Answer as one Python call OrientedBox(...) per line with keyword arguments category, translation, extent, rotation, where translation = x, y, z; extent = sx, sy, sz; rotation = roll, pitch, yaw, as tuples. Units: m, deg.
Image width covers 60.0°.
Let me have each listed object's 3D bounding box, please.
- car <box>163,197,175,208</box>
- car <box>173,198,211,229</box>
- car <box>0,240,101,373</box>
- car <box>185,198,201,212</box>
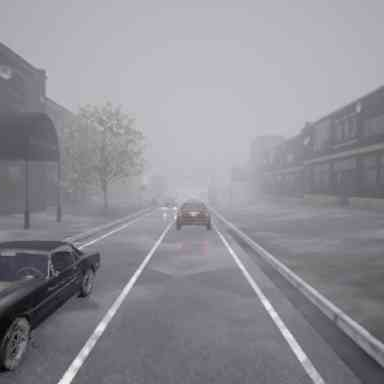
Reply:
OrientedBox(category="car", translation=(-3.081, 1.533, 48.787), extent=(1.837, 1.490, 4.892), rotation=(0, 0, 0))
OrientedBox(category="car", translation=(0.093, 1.384, 21.901), extent=(2.097, 1.767, 4.553), rotation=(0, 0, 0))
OrientedBox(category="car", translation=(-3.101, 1.600, 5.751), extent=(1.895, 1.301, 4.718), rotation=(0, 0, 0))
OrientedBox(category="car", translation=(0.090, 1.557, 40.389), extent=(1.837, 1.490, 4.892), rotation=(0, 0, 0))
